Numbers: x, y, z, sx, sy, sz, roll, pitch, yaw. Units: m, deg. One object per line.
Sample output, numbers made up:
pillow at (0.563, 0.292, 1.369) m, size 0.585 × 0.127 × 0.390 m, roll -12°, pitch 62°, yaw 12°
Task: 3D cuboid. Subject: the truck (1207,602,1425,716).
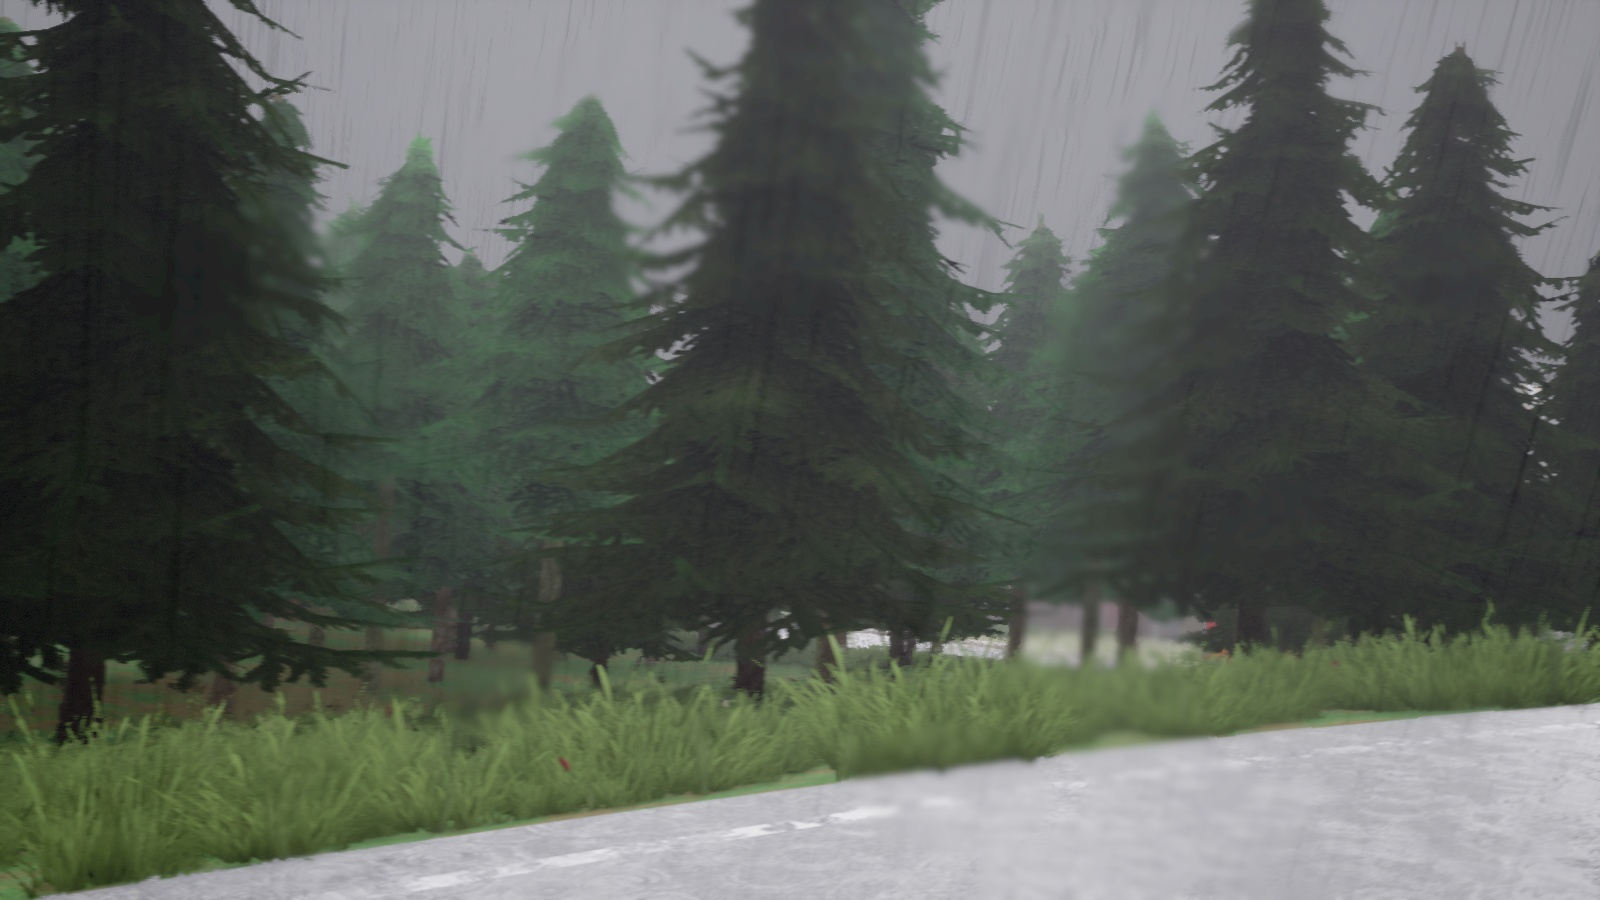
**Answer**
truck at (22.693, 9.066, 55.369) m, size 8.468 × 3.827 × 2.891 m, roll 2°, pitch -3°, yaw 30°
